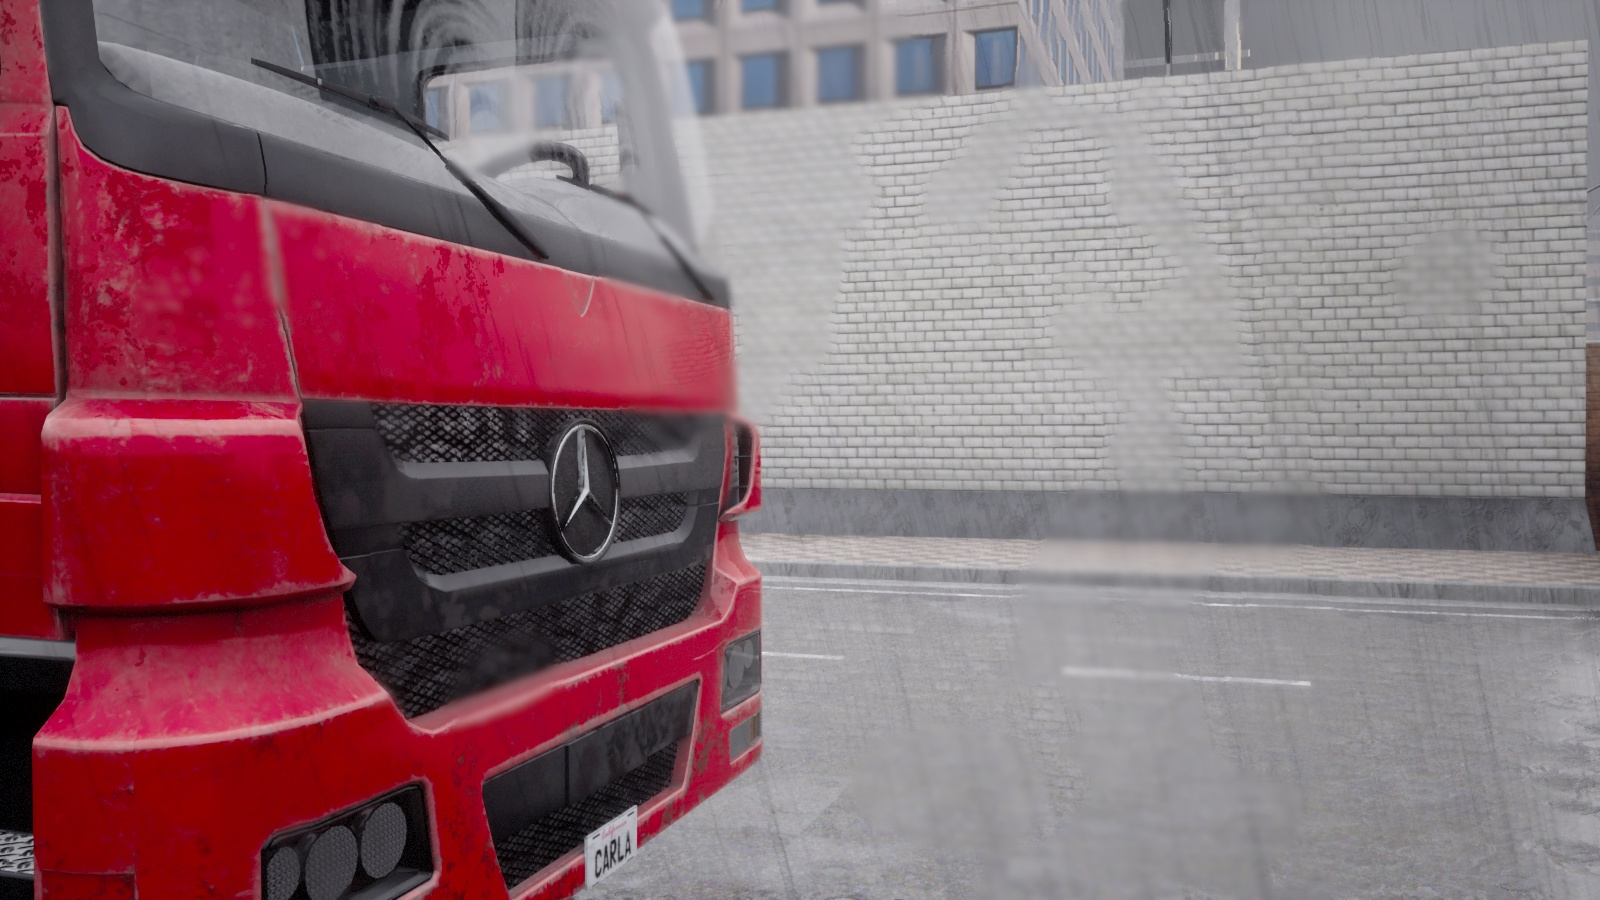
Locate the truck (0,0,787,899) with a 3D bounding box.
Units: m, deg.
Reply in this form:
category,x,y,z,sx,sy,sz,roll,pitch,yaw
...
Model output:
category,x,y,z,sx,sy,sz,roll,pitch,yaw
truck,-4.275,-0.245,4.614,7.936,3.462,2.891,1,1,19
